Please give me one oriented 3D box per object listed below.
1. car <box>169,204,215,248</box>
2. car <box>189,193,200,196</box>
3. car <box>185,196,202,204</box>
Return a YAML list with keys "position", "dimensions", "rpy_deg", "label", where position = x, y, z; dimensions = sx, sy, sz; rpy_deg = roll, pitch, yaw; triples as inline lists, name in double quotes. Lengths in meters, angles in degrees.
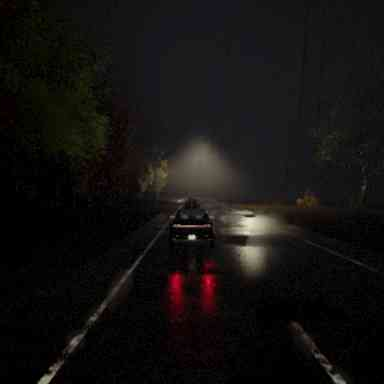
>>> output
- position: [-0.001, 1.489, 14.798]
  dimensions: [2.128, 1.511, 4.902]
  rpy_deg: [0, 0, 0]
  label: "car"
- position: [-0.014, 1.457, 64.192]
  dimensions: [2.128, 1.511, 4.902]
  rpy_deg: [0, 0, 0]
  label: "car"
- position: [-0.008, 1.551, 42.667]
  dimensions: [1.994, 1.385, 4.181]
  rpy_deg: [0, 0, 0]
  label: "car"
